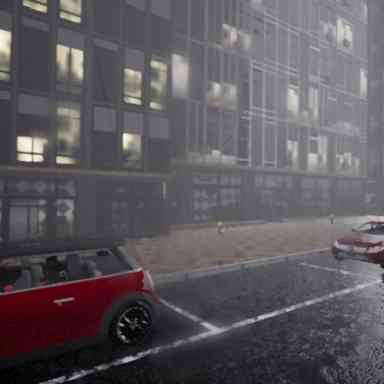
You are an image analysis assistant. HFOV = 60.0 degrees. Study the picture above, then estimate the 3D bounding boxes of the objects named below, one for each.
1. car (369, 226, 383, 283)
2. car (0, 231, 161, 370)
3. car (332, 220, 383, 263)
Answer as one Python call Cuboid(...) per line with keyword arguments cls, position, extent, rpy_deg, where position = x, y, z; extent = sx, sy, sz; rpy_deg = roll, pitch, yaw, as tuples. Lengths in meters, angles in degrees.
Cuboid(cls="car", position=(6.829, 1.583, 8.213), extent=(5.357, 1.411, 2.033), rpy_deg=(0, 0, -35))
Cuboid(cls="car", position=(-2.580, 1.442, 4.705), extent=(4.097, 1.590, 1.967), rpy_deg=(0, 1, -35))
Cuboid(cls="car", position=(6.450, 1.622, 11.146), extent=(4.206, 1.307, 1.802), rpy_deg=(0, 1, -35))
